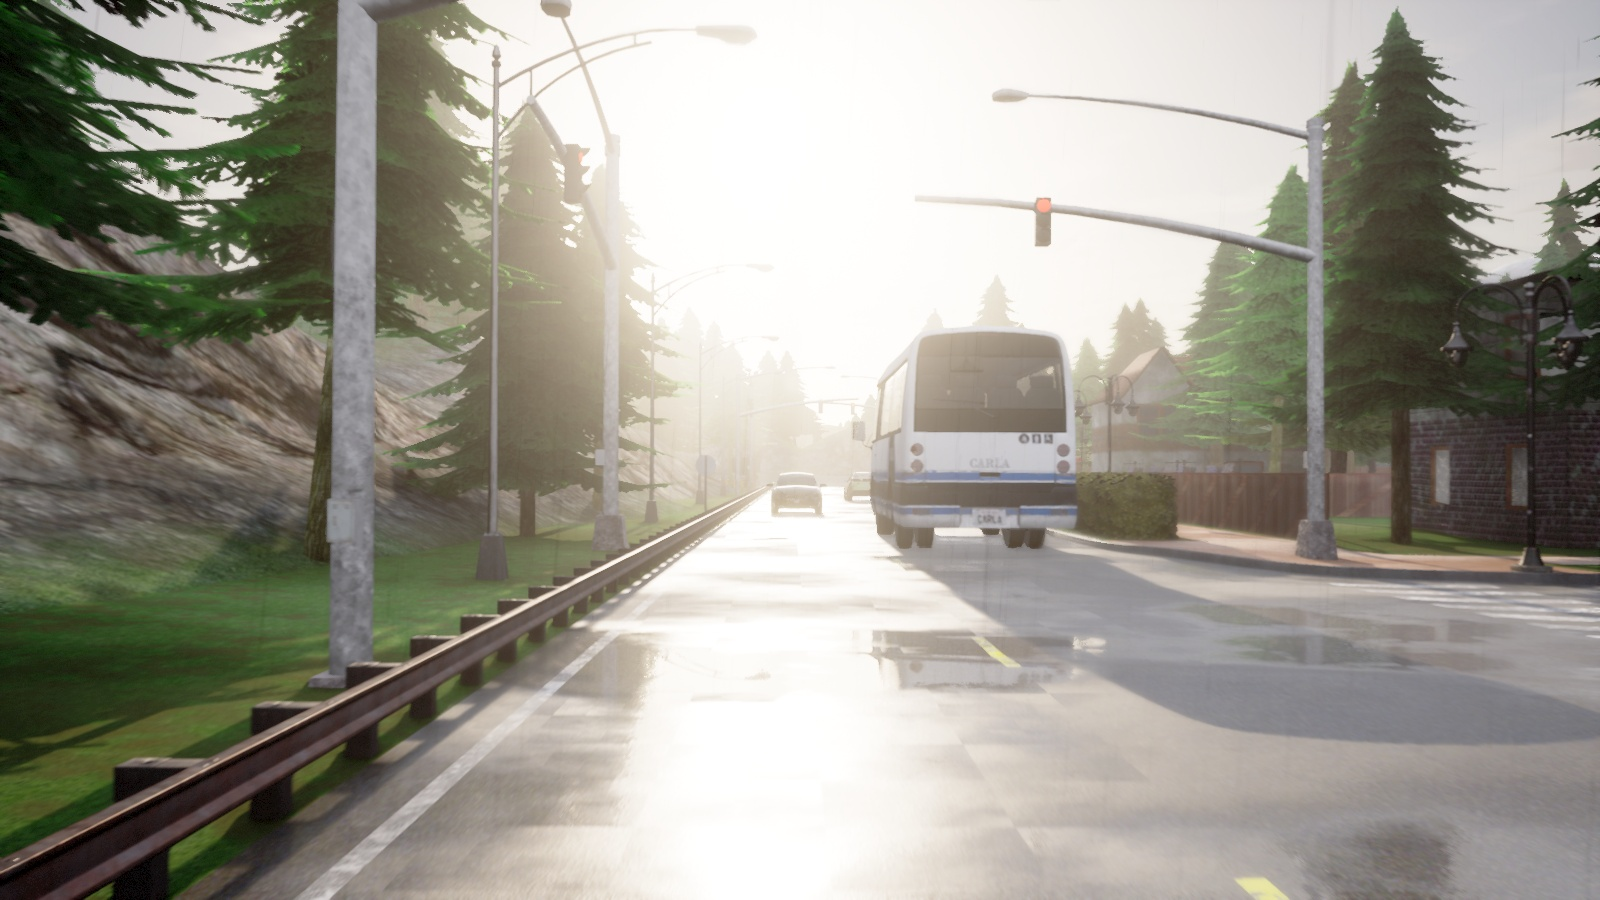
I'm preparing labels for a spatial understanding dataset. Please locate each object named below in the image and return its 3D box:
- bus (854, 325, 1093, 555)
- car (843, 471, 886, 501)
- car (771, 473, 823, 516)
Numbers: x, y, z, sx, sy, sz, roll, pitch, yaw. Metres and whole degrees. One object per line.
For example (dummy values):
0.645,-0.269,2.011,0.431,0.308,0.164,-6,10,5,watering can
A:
3.430,-0.101,28.381,3.944,4.253,10.273,0,-1,0,bus
3.340,1.855,66.174,2.007,1.525,4.514,0,-1,0,car
-0.112,1.597,46.435,1.837,1.490,4.892,0,-1,0,car
